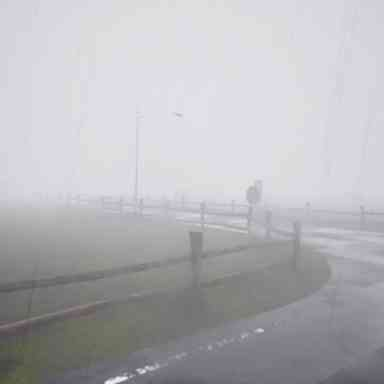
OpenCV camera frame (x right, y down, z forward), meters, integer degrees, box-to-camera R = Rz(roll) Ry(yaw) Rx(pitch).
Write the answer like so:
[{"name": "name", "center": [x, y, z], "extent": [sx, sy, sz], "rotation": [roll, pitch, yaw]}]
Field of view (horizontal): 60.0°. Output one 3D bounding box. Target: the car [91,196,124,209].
[{"name": "car", "center": [-9.381, 1.097, 36.536], "extent": [2.033, 1.411, 5.357], "rotation": [1, 0, -36]}]
